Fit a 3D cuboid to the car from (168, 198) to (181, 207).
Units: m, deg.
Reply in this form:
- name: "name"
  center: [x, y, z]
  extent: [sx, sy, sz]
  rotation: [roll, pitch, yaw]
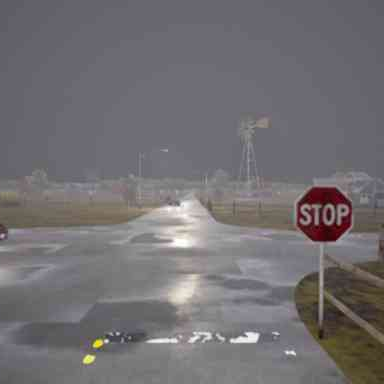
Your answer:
- name: "car"
  center: [-2.817, 1.635, 53.212]
  extent: [1.895, 1.301, 4.718]
  rotation: [0, 0, 0]

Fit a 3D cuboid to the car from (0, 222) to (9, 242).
- name: "car"
  center: [-9.525, 1.480, 12.636]
  extent: [4.674, 1.442, 1.812]
  rotation: [1, 1, -3]
